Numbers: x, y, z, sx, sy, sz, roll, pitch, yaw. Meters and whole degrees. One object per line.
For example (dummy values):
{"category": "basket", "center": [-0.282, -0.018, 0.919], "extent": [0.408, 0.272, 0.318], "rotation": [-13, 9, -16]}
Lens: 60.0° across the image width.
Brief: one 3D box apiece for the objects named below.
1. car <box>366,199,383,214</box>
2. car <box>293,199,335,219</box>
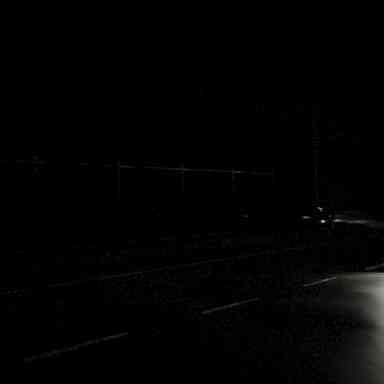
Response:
{"category": "car", "center": [20.470, 1.266, 33.141], "extent": [2.150, 2.045, 5.566], "rotation": [0, 0, -36]}
{"category": "car", "center": [10.087, 1.399, 29.130], "extent": [2.097, 1.767, 4.553], "rotation": [0, 0, -34]}
